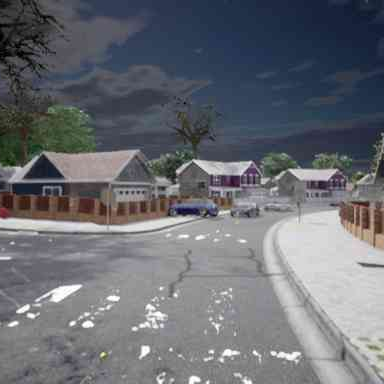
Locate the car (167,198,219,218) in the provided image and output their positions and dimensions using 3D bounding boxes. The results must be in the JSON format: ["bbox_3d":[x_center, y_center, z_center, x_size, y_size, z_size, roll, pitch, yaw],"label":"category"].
[{"bbox_3d":[0.021,1.356,29.550,4.553,1.767,2.097,-1,-1,30],"label":"car"}]

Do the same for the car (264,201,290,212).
[{"bbox_3d":[10.450,1.731,40.906,1.895,1.301,4.718,0,0,34],"label":"car"}]

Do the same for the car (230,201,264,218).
[{"bbox_3d":[5.136,1.593,31.745,1.812,1.442,4.674,0,0,27],"label":"car"}]

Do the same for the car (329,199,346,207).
[{"bbox_3d":[25.163,1.871,56.931,4.181,1.385,1.994,1,0,-40],"label":"car"}]
